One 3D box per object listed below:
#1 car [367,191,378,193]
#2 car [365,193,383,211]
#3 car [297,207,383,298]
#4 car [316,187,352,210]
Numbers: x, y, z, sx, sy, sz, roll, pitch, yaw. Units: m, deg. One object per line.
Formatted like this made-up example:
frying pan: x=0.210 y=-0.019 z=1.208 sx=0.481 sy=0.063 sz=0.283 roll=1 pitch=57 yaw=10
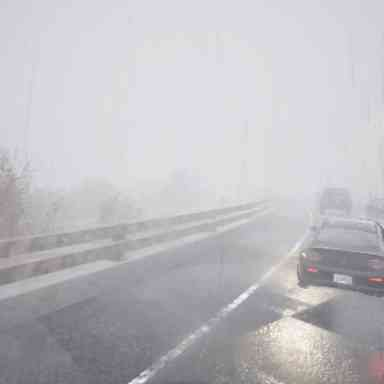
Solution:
car: x=31.603 y=0.500 z=58.001 sx=1.994 sy=1.385 sz=4.181 roll=3 pitch=2 yaw=36
car: x=14.290 y=1.089 z=24.683 sx=1.812 sy=1.442 sz=4.674 roll=2 pitch=2 yaw=17
car: x=3.766 y=1.348 z=7.947 sx=1.812 sy=1.442 sz=4.674 roll=3 pitch=2 yaw=28
car: x=11.200 y=0.632 z=26.381 sx=2.150 sy=2.045 sz=5.566 roll=2 pitch=2 yaw=17
